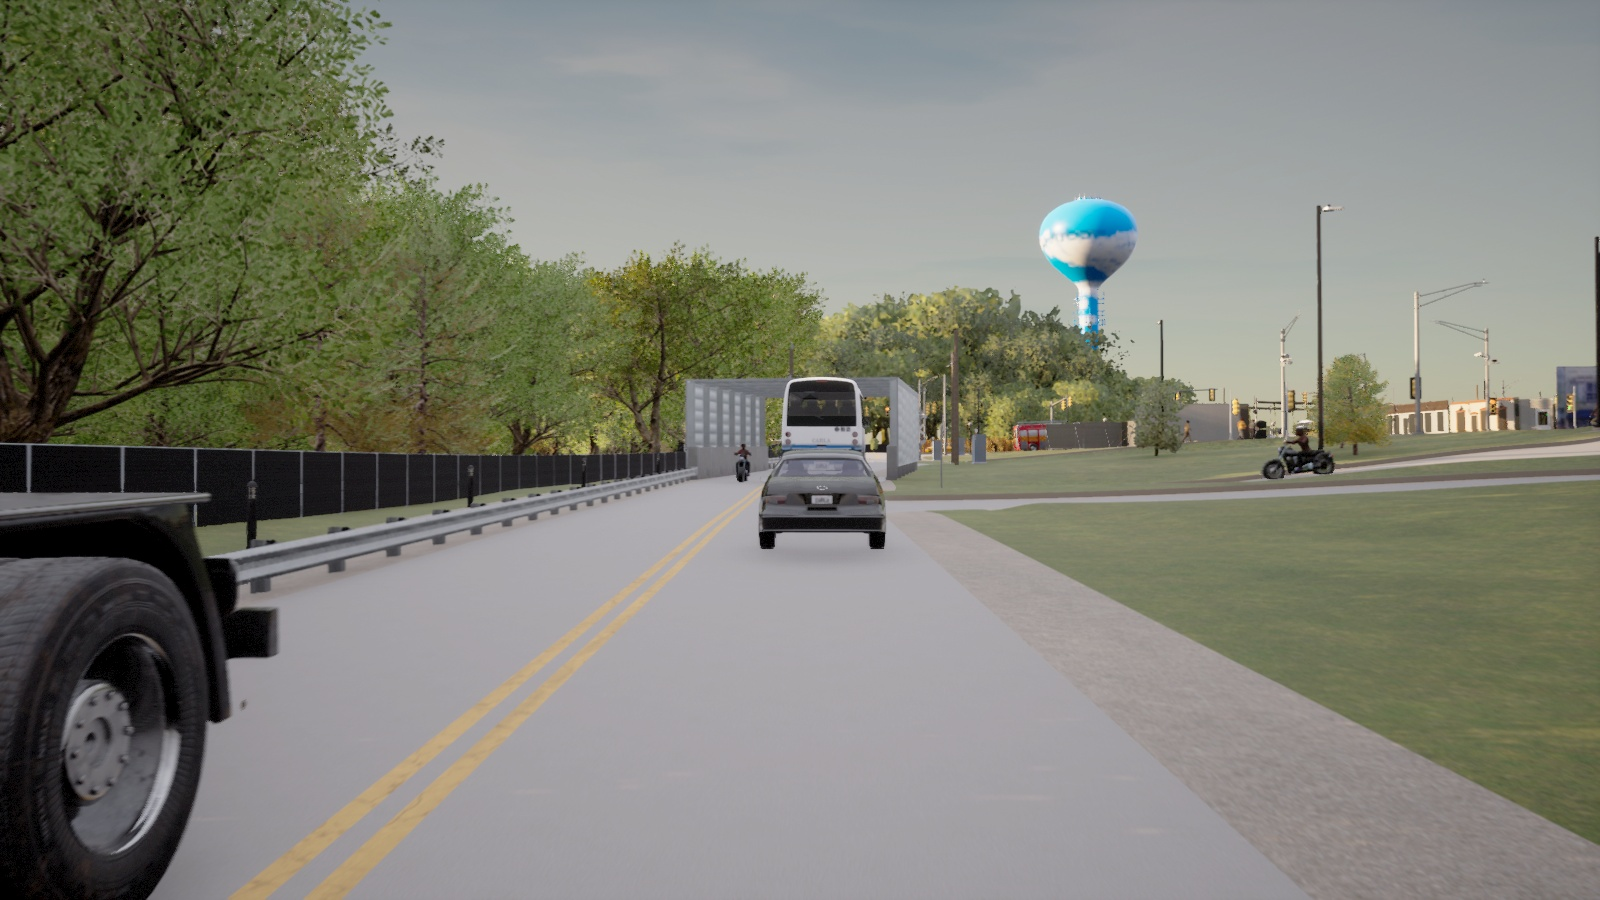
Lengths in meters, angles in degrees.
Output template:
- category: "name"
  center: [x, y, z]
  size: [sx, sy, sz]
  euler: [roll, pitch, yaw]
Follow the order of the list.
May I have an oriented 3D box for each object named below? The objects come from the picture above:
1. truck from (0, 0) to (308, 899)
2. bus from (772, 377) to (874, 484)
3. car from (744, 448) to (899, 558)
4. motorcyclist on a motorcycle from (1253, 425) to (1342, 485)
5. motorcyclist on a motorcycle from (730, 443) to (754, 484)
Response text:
- category: "truck"
  center: [-3.474, -0.243, 1.103]
  size: [2.891, 3.462, 7.936]
  euler: [0, 0, 1]
- category: "bus"
  center: [1.214, -0.813, 55.419]
  size: [3.944, 4.253, 10.273]
  euler: [0, 0, 4]
- category: "car"
  center: [0.337, 0.692, 19.195]
  size: [2.033, 1.411, 5.357]
  euler: [0, 0, 1]
- category: "motorcyclist on a motorcycle"
  center: [15.748, 0.162, 39.780]
  size: [2.350, 1.649, 0.766]
  euler: [-6, -1, -4]
- category: "motorcyclist on a motorcycle"
  center: [-2.369, 0.532, 51.728]
  size: [0.766, 1.649, 2.350]
  euler: [0, 0, 3]
